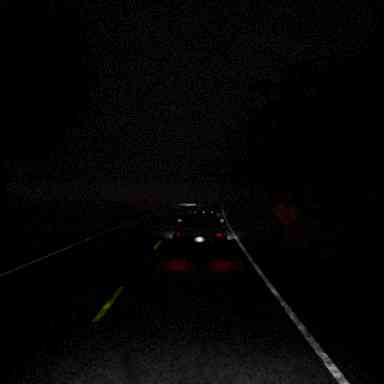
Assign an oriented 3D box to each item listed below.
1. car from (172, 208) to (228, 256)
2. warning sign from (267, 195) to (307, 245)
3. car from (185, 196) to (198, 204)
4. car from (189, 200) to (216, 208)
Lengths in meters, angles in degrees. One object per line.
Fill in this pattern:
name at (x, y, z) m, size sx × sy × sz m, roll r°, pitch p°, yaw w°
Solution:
car at (0.343, 1.554, 13.126) m, size 1.994 × 1.385 × 4.181 m, roll 0°, pitch 0°, yaw 3°
warning sign at (3.862, 1.109, 13.598) m, size 1.300 × 1.860 × 1.060 m, roll 2°, pitch 2°, yaw 2°
car at (-0.033, 1.443, 59.236) m, size 1.994 × 1.385 × 4.181 m, roll 0°, pitch 0°, yaw 5°
car at (1.054, 1.567, 27.205) m, size 1.895 × 1.301 × 4.718 m, roll 0°, pitch 0°, yaw 4°
